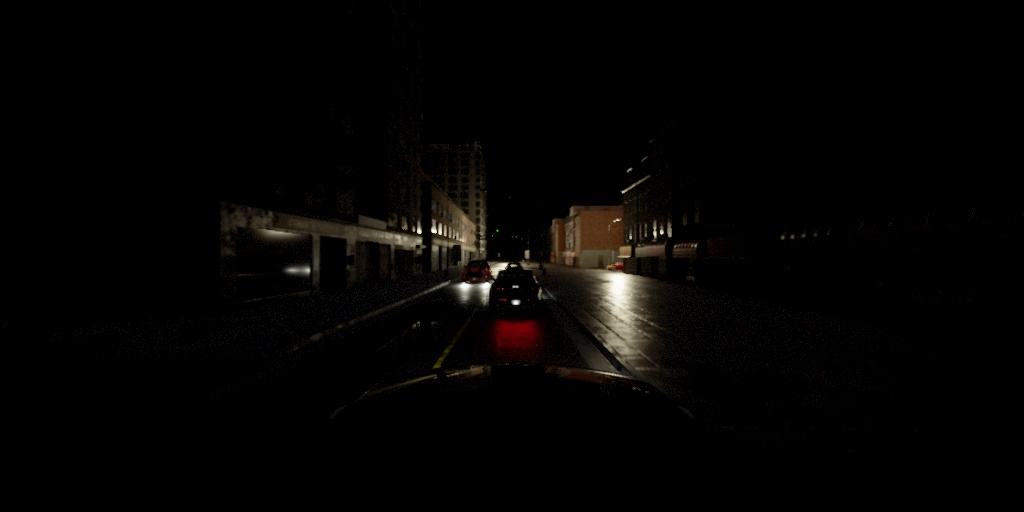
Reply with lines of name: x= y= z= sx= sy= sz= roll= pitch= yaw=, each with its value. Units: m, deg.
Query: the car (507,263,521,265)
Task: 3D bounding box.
car: x=0.186 y=1.313 z=33.144 sx=2.033 sy=1.411 sz=5.357 roll=0 pitch=0 yaw=1

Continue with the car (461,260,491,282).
car: x=-2.755 y=1.112 z=28.573 sx=2.097 sy=1.767 sz=4.553 roll=0 pitch=0 yaw=0

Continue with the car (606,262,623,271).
car: x=16.539 y=1.617 z=55.144 sx=4.097 sy=1.591 sz=1.967 roll=0 pitch=0 yaw=0

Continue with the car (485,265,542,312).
car: x=0.136 y=1.260 z=14.124 sx=1.837 sy=1.490 sz=4.892 roll=0 pitch=0 yaw=0
